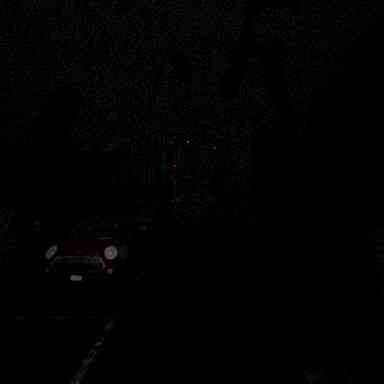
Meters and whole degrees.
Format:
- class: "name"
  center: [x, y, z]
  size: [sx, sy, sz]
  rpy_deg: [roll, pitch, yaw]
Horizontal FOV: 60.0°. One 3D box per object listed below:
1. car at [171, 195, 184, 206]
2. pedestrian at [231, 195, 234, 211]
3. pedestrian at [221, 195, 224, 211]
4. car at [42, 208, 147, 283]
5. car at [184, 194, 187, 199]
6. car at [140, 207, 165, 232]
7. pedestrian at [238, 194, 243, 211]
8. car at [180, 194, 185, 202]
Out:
- class: "car"
  center: [-2.724, 1.632, 57.957]
  size: [1.752, 1.417, 4.829]
  rpy_deg: [0, 0, 0]
- class: "pedestrian"
  center: [4.453, 1.179, 36.676]
  size: [0.375, 1.860, 0.375]
  rpy_deg: [0, -1, 0]
- class: "pedestrian"
  center: [3.451, 1.187, 37.874]
  size: [0.375, 1.860, 0.375]
  rpy_deg: [0, -1, 0]
- class: "car"
  center: [-2.643, 1.448, 9.596]
  size: [1.967, 1.590, 4.097]
  rpy_deg: [1, 0, 0]
- class: "car"
  center: [-2.762, 1.634, 80.548]
  size: [1.967, 1.590, 4.097]
  rpy_deg: [0, 0, 0]
- class: "car"
  center: [-2.662, 1.586, 20.356]
  size: [1.947, 1.339, 4.313]
  rpy_deg: [0, 0, 0]
- class: "pedestrian"
  center: [5.452, 1.157, 37.278]
  size: [0.375, 1.860, 0.375]
  rpy_deg: [0, -1, 0]
- class: "car"
  center: [-2.734, 1.671, 63.731]
  size: [1.887, 1.381, 4.507]
  rpy_deg: [0, 0, 0]
